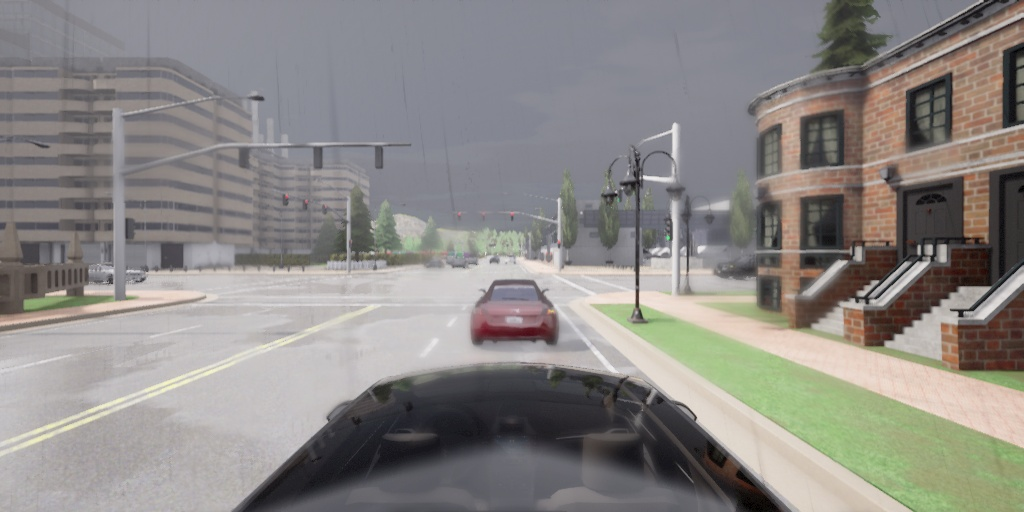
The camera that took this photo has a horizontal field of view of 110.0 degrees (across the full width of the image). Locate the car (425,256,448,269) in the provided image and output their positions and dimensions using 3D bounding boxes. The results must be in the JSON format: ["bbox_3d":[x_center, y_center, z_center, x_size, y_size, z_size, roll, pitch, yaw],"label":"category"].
[{"bbox_3d":[-10.777,1.131,50.353,1.994,1.385,4.181,0,0,0],"label":"car"}]

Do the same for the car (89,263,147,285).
[{"bbox_3d":[-27.936,1.189,24.579,4.674,1.442,1.812,0,0,0],"label":"car"}]

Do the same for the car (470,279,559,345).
[{"bbox_3d":[0.056,1.285,9.395,1.994,1.385,4.181,0,0,0],"label":"car"}]

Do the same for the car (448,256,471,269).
[{"bbox_3d":[-7.277,1.071,50.530,1.837,1.490,4.892,0,0,0],"label":"car"}]

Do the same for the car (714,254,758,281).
[{"bbox_3d":[18.980,0.872,28.175,5.566,2.045,2.150,0,0,-2],"label":"car"}]
